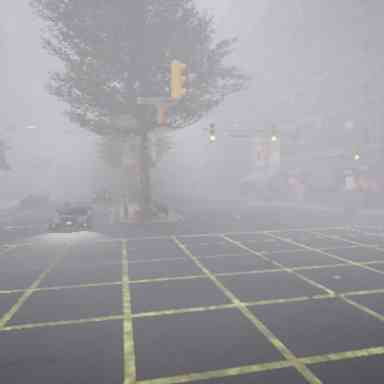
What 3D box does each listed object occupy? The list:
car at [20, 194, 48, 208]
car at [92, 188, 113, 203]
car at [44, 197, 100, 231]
[{"bbox_3d":[-17.067,0.943,36.097,1.895,1.301,4.718,-1,2,-12],"label":"car"},{"bbox_3d":[-11.370,0.399,41.716,2.097,1.767,4.553,-1,1,-12],"label":"car"},{"bbox_3d":[-6.305,1.236,17.888,1.994,1.385,4.181,-1,2,-12],"label":"car"}]
